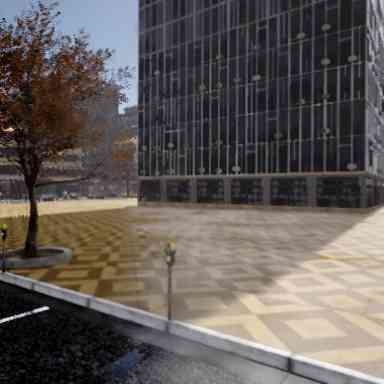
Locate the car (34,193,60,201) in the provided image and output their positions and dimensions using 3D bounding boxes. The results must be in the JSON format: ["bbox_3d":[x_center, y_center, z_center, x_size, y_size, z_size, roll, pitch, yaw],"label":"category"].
[{"bbox_3d":[-29.072,0.987,66.876,1.947,1.339,4.313,2,2,35],"label":"car"}]

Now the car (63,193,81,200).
[{"bbox_3d":[-25.903,0.885,71.455,2.008,1.369,4.403,2,2,35],"label":"car"}]

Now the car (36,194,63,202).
[{"bbox_3d":[-25.351,1.115,57.527,2.008,1.369,4.403,2,2,35],"label":"car"}]

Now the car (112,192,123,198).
[{"bbox_3d":[-19.565,0.728,80.614,1.947,1.339,4.313,2,2,35],"label":"car"}]

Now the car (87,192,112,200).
[{"bbox_3d":[-19.012,0.942,66.686,2.008,1.369,4.403,2,2,35],"label":"car"}]

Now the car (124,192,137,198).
[{"bbox_3d":[-12.577,0.741,75.984,1.752,1.417,4.829,2,2,35],"label":"car"}]
